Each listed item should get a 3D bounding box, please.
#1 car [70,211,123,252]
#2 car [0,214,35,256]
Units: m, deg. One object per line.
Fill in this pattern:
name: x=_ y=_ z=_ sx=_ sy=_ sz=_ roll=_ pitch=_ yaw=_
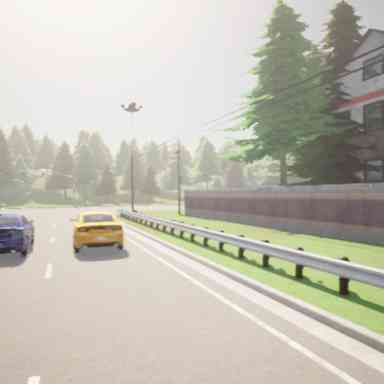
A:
car: x=-4.301 y=1.587 z=14.748 sx=1.882 sy=1.535 sz=5.008 roll=0 pitch=0 yaw=-21
car: x=-7.549 y=1.612 z=13.443 sx=1.882 sy=1.535 sz=5.008 roll=0 pitch=0 yaw=-21
